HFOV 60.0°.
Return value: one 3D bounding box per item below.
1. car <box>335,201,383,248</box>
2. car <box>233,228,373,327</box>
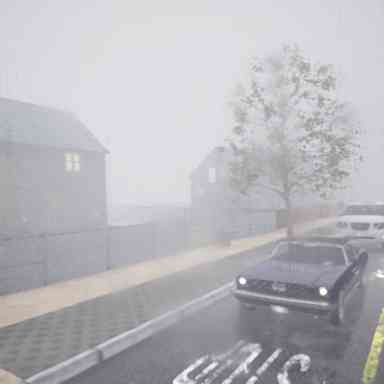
[{"bbox_3d":[8.700,1.483,16.494,2.150,2.045,5.566,-2,-2,34],"label":"car"},{"bbox_3d":[2.746,1.754,7.621,1.895,1.301,4.718,-2,-2,34],"label":"car"}]
